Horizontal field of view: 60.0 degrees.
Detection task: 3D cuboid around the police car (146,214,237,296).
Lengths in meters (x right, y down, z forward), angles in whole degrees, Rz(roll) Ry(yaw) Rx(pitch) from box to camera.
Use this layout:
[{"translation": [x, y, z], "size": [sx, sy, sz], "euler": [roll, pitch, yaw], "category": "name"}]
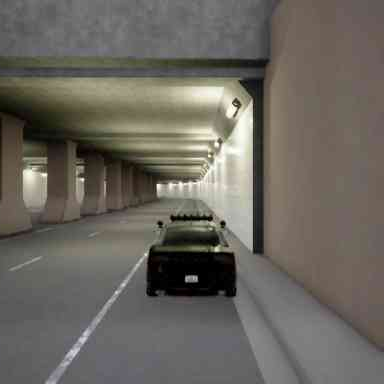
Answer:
[{"translation": [-0.012, 1.415, 8.760], "size": [1.930, 1.638, 5.238], "euler": [0, 0, 0], "category": "police car"}]
